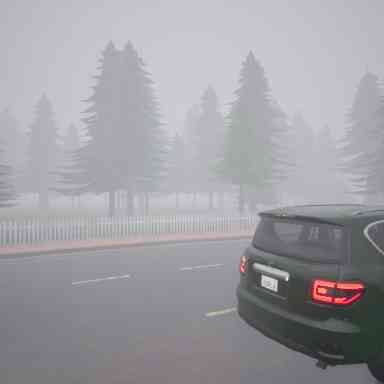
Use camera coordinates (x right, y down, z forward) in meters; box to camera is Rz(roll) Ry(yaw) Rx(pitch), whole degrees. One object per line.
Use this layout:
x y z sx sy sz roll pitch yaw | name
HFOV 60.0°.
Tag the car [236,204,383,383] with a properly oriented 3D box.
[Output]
3.348 1.222 5.365 5.566 2.045 2.150 0 0 -27 | car
